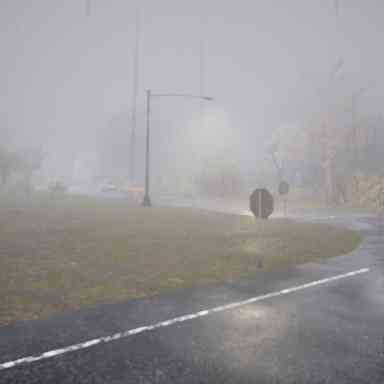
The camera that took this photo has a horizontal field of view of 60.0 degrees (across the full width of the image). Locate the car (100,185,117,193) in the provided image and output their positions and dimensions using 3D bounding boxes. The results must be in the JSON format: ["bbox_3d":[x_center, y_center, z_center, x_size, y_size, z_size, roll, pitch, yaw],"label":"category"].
[{"bbox_3d":[-15.331,-0.569,61.499,1.882,1.535,5.008,0,2,-36],"label":"car"}]

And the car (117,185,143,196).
[{"bbox_3d":[-9.723,-0.385,53.675,2.097,1.767,4.553,0,2,-36],"label":"car"}]
